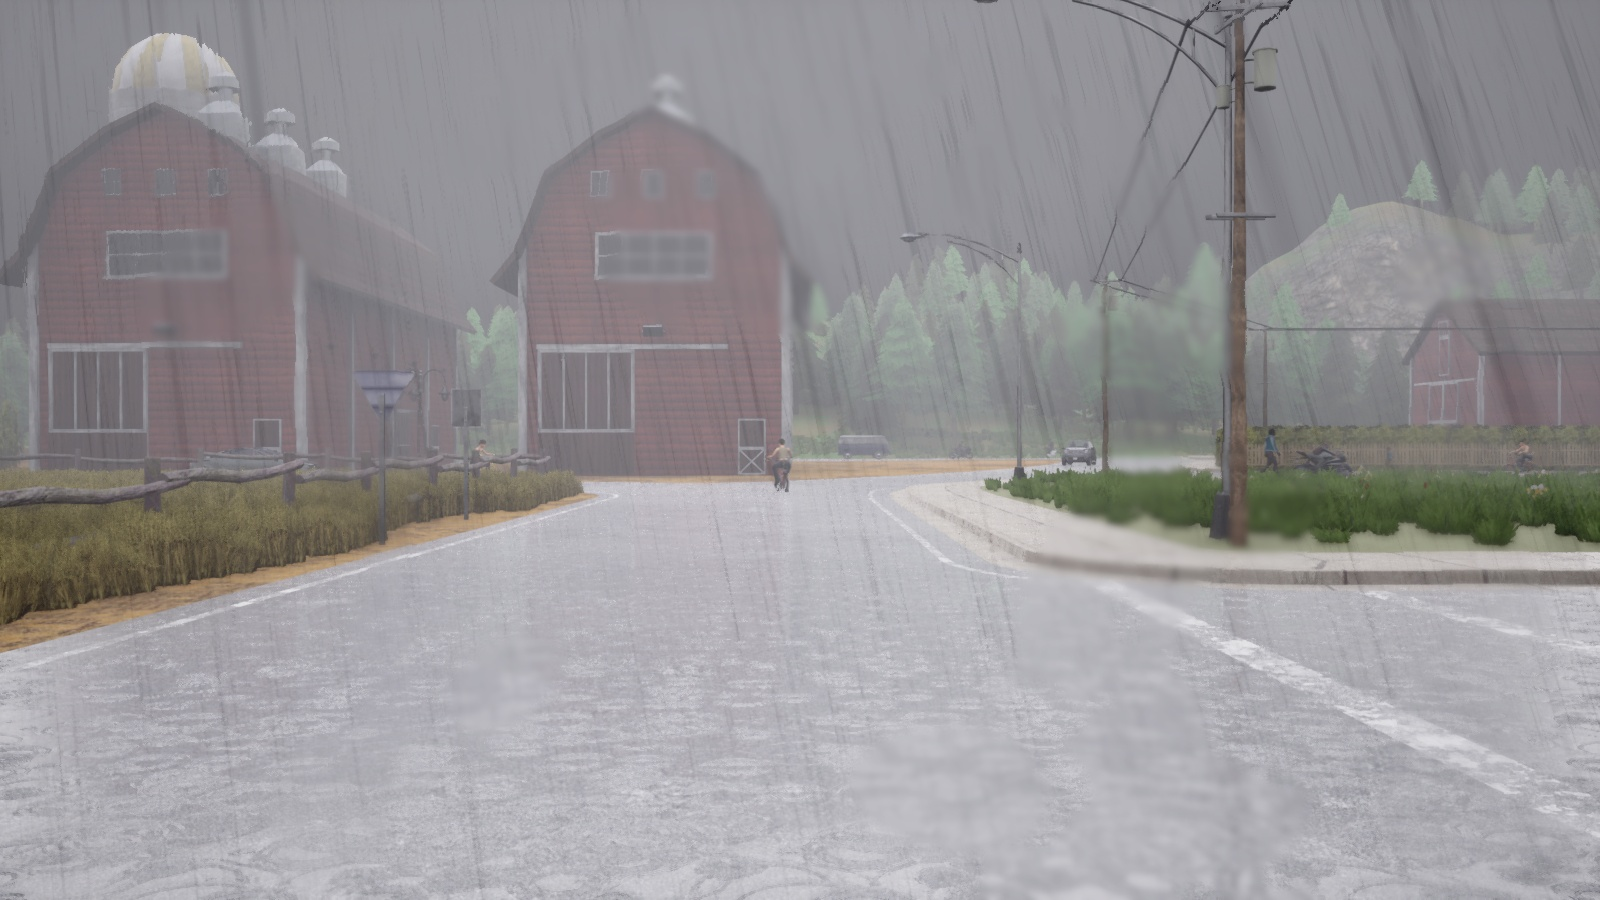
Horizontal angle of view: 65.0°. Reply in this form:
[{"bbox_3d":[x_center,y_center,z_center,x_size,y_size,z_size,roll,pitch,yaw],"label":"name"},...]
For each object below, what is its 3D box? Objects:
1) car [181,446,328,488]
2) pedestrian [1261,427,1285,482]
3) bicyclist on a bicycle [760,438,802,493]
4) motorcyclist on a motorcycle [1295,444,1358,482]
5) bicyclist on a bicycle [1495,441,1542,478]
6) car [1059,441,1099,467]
[{"bbox_3d":[-18.576,0.553,42.928,4.181,1.385,1.994,0,0,-4],"label":"car"},{"bbox_3d":[16.632,0.149,44.191,0.692,1.930,0.396,0,0,2],"label":"pedestrian"},{"bbox_3d":[-0.570,0.457,37.820,0.866,1.612,1.509,-1,0,-16],"label":"bicyclist on a bicycle"},{"bbox_3d":[21.240,0.512,50.692,2.191,1.530,0.866,0,0,5],"label":"motorcyclist on a motorcycle"},{"bbox_3d":[30.963,0.402,54.130,1.509,1.612,0.866,0,0,0],"label":"bicyclist on a bicycle"},{"bbox_3d":[16.446,0.207,73.973,1.845,1.501,3.633,0,1,20],"label":"car"}]
